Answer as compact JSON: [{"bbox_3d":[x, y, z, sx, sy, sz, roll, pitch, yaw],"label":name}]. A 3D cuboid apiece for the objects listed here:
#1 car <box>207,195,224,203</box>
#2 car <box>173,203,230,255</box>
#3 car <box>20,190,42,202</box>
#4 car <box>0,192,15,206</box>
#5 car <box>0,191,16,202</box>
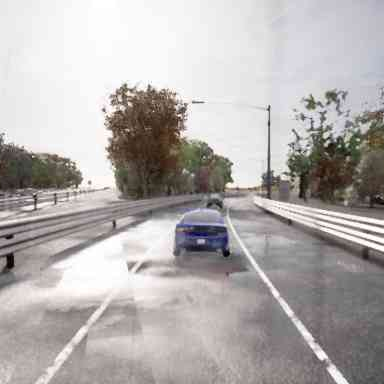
[{"bbox_3d":[2.929,1.193,41.686,1.837,1.490,4.892,0,1,7],"label":"car"},{"bbox_3d":[0.386,1.387,12.914,1.882,1.535,5.008,0,0,2],"label":"car"},{"bbox_3d":[-23.071,0.435,47.819,2.097,1.767,4.553,0,1,-13],"label":"car"},{"bbox_3d":[-19.544,0.798,33.013,1.837,1.490,4.892,0,0,-13],"label":"car"},{"bbox_3d":[-26.445,0.635,46.870,1.994,1.385,4.181,0,1,-13],"label":"car"}]
